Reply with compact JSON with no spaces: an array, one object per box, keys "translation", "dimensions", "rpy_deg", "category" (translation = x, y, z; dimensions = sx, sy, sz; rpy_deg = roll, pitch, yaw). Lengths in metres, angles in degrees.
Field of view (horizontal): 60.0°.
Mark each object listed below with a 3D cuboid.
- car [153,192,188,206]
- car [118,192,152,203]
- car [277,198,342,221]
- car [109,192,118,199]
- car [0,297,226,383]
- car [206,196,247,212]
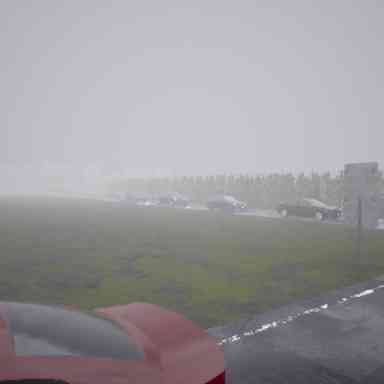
[{"translation":[-2.403,0.756,40.296],"dimensions":[2.097,1.767,4.553],"rpy_deg":[1,1,-36],"category":"car"},{"translation":[-8.384,0.773,48.648],"dimensions":[2.033,1.411,5.357],"rpy_deg":[1,1,-35],"category":"car"},{"translation":[8.655,1.217,24.862],"dimensions":[1.882,1.535,5.008],"rpy_deg":[1,1,-34],"category":"car"},{"translation":[-13.635,0.592,60.749],"dimensions":[1.994,1.385,4.181],"rpy_deg":[1,1,-36],"category":"car"},{"translation":[-2.039,1.477,1.613],"dimensions":[5.008,1.535,1.882],"rpy_deg":[0,0,-36],"category":"car"},{"translation":[3.288,1.101,32.390],"dimensions":[1.812,1.442,4.674],"rpy_deg":[1,1,-36],"category":"car"}]
